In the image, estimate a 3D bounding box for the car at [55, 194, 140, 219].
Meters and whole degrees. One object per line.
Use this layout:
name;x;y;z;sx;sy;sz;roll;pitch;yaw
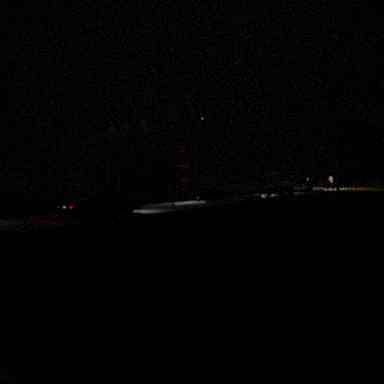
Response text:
car;-5.700;0.811;20.666;2.033;1.411;5.357;1;3;35

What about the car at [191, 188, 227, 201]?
car;1.863;0.212;36.197;1.895;1.301;4.718;1;2;35

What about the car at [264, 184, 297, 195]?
car;12.165;-0.358;45.668;2.128;1.511;4.902;1;2;36

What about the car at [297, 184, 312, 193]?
car;18.103;-0.634;54.098;1.994;1.385;4.181;1;2;35
